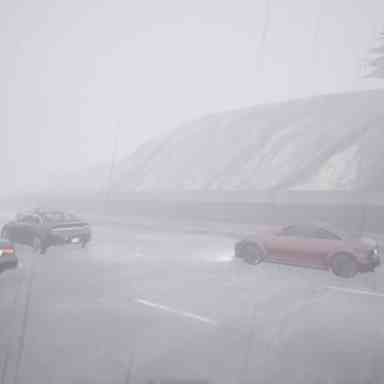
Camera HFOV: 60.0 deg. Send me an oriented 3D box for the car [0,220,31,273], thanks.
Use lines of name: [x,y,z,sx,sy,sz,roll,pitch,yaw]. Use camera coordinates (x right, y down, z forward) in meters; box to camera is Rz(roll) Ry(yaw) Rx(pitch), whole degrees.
car: [-6.951,1.564,9.646,5.357,1.411,2.033,0,0,41]

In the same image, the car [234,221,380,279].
car: [3.432,1.597,10.313,4.181,1.385,1.994,0,0,37]

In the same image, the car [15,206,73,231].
car: [-9.841,1.646,21.864,4.718,1.301,1.895,0,0,45]

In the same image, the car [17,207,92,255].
car: [-6.011,1.520,13.519,4.902,1.511,2.128,0,0,41]
